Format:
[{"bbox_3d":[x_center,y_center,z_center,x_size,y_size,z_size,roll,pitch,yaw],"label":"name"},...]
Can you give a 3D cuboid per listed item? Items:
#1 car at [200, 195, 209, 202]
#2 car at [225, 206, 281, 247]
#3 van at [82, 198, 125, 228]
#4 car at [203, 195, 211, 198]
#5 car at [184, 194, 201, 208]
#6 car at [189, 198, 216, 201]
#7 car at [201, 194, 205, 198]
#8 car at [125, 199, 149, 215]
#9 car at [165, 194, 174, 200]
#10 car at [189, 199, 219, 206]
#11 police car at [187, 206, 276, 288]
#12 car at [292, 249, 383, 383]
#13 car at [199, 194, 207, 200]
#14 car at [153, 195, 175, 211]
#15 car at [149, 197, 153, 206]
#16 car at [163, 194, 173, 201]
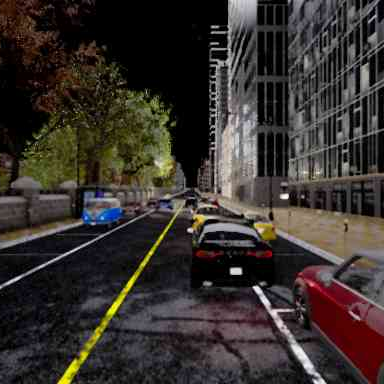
[{"bbox_3d":[2.692,1.335,72.378,1.947,1.339,4.313,0,0,0],"label":"car"},{"bbox_3d":[2.693,1.494,15.735,1.752,1.417,4.829,0,0,0],"label":"car"},{"bbox_3d":[-5.687,1.296,21.255,1.690,1.788,3.998,0,0,0],"label":"van"},{"bbox_3d":[2.693,1.467,43.972,1.802,1.307,4.206,0,0,0],"label":"car"},{"bbox_3d":[0.005,1.383,45.607,1.837,1.490,4.892,0,0,0],"label":"car"},{"bbox_3d":[0.898,1.449,25.259,1.837,1.490,4.892,0,0,0],"label":"car"},{"bbox_3d":[2.693,1.364,61.016,1.887,1.381,4.507,0,0,0],"label":"car"},{"bbox_3d":[-5.688,1.504,32.622,1.802,1.307,4.206,0,0,0],"label":"car"},{"bbox_3d":[-5.689,1.267,83.768,2.008,1.369,4.403,0,0,0],"label":"car"},{"bbox_3d":[0.899,1.415,19.450,1.801,1.575,5.366,0,0,0],"label":"car"},{"bbox_3d":[0.899,1.408,9.369,1.930,1.638,5.238,0,0,0],"label":"police car"},{"bbox_3d":[2.694,1.433,4.199,1.967,1.590,4.097,0,0,0],"label":"car"},{"bbox_3d":[2.692,1.266,83.741,2.008,1.369,4.403,0,0,0],"label":"car"},{"bbox_3d":[-3.098,1.428,38.522,1.812,1.442,4.674,0,0,0],"label":"car"},{"bbox_3d":[-5.688,1.409,49.670,1.887,1.381,4.507,0,0,0],"label":"car"},{"bbox_3d":[-5.689,1.294,78.084,2.008,1.369,4.403,0,0,0],"label":"car"}]
